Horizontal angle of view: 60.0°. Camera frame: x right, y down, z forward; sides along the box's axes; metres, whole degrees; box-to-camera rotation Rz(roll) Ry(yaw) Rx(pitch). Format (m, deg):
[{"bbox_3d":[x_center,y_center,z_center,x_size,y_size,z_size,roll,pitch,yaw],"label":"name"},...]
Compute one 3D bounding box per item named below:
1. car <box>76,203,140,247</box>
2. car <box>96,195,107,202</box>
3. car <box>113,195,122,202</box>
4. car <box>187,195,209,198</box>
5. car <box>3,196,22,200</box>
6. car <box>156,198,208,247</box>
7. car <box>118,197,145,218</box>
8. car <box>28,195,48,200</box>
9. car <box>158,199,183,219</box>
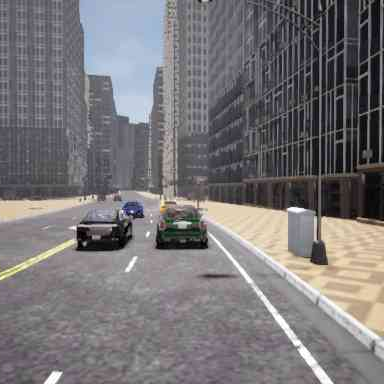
[{"bbox_3d":[-3.763,1.486,14.904,2.128,1.511,4.902,0,0,-4],"label":"car"},{"bbox_3d":[-18.982,1.394,70.307,1.837,1.490,4.892,0,0,-10],"label":"car"},{"bbox_3d":[-15.784,1.362,70.888,1.882,1.535,5.008,0,0,-10],"label":"car"},{"bbox_3d":[1.069,1.384,86.925,5.009,1.841,2.192,0,0,-9],"label":"car"},{"bbox_3d":[-42.940,1.390,79.593,4.206,1.307,1.802,0,0,-9],"label":"car"},{"bbox_3d":[-0.518,1.353,15.092,2.097,1.767,4.553,0,0,-4],"label":"car"},{"bbox_3d":[-5.279,1.461,29.936,1.882,1.535,5.008,0,0,-8],"label":"car"},{"bbox_3d":[-37.324,1.409,80.480,4.313,1.339,1.947,0,0,-9],"label":"car"},{"bbox_3d":[-2.058,1.454,30.369,1.882,1.535,5.008,0,0,-8],"label":"car"}]
